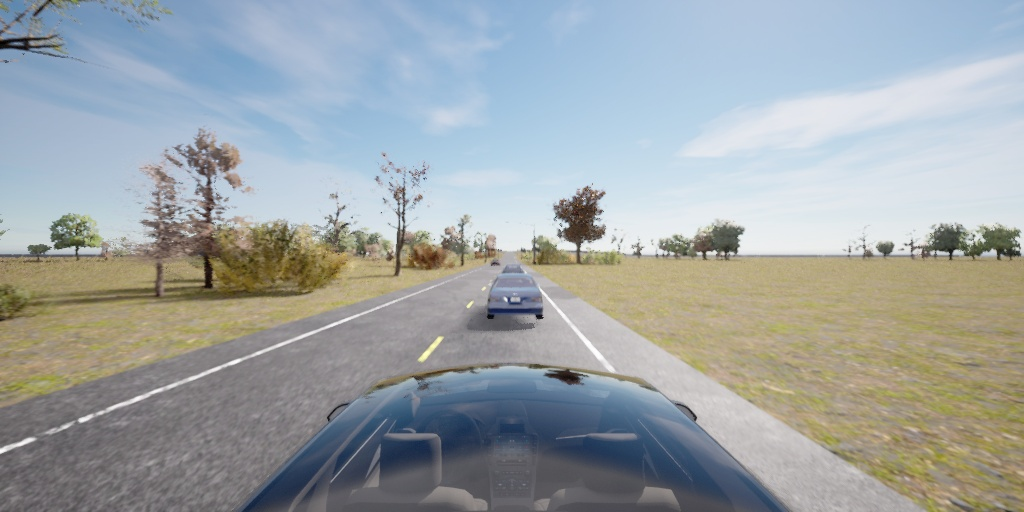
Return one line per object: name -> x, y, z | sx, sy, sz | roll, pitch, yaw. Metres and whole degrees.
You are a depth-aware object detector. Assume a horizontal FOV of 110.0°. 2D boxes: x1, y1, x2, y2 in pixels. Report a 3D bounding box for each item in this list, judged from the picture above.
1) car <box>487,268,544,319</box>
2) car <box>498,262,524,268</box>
car -> 0.098, 1.330, 12.990 | 2.033, 1.411, 5.357 | 0, 0, 0
car -> 0.091, 1.394, 30.891 | 1.994, 1.385, 4.181 | 0, 0, 0
